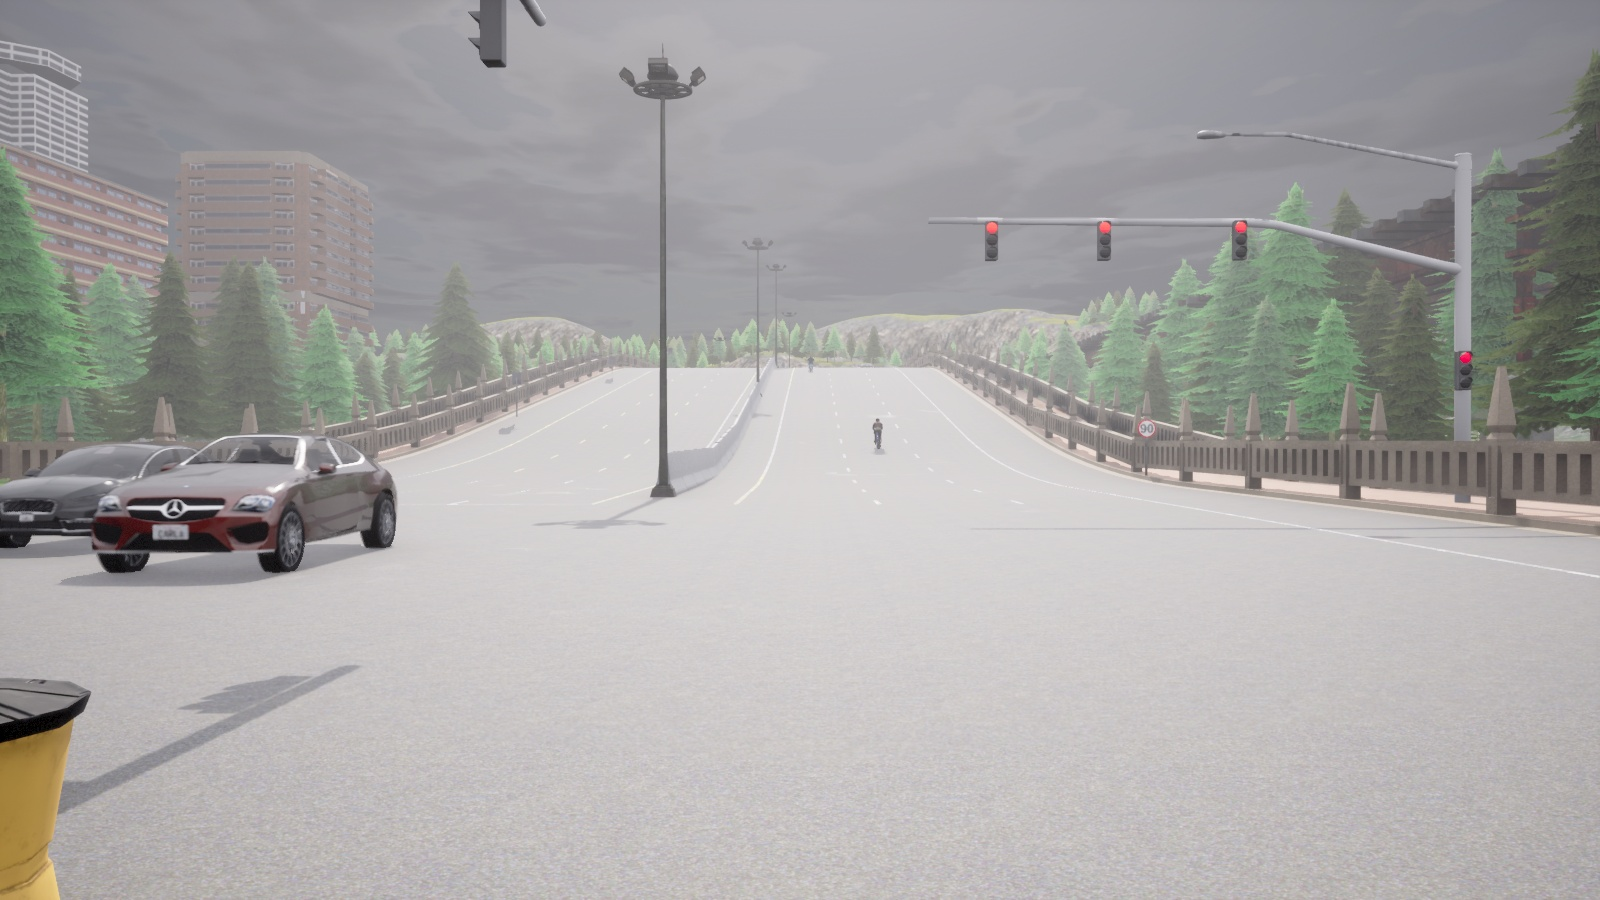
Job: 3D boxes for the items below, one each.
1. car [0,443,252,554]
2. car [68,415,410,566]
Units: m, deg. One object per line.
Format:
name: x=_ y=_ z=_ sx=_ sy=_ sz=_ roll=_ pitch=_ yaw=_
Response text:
car: x=-10.381 y=0.634 z=19.220 sx=1.837 sy=1.490 sz=4.892 roll=0 pitch=0 yaw=0
car: x=-6.897 y=0.428 z=16.206 sx=2.152 sy=1.651 sz=5.027 roll=0 pitch=0 yaw=0
